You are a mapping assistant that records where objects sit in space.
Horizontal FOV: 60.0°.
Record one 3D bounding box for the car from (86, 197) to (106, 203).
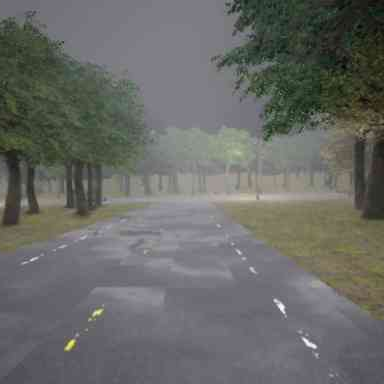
[{"bbox_3d":[-23.637,1.990,82.338,4.718,1.301,1.895,-1,3,0],"label":"car"}]
